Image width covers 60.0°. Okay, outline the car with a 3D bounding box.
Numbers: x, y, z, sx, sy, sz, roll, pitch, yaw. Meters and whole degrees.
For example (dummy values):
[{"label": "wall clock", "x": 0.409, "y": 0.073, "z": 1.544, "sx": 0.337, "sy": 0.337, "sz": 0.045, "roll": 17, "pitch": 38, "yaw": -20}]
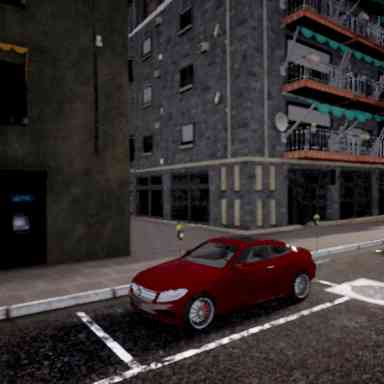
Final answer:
[{"label": "car", "x": 0.817, "y": 1.567, "z": 6.704, "sx": 4.206, "sy": 1.307, "sz": 1.802, "roll": 0, "pitch": -1, "yaw": -36}]
